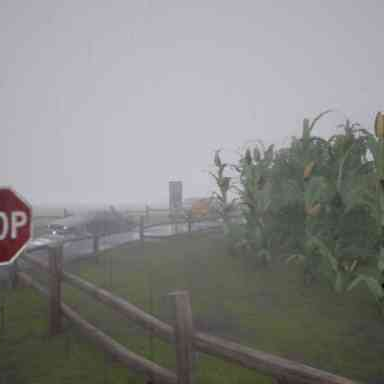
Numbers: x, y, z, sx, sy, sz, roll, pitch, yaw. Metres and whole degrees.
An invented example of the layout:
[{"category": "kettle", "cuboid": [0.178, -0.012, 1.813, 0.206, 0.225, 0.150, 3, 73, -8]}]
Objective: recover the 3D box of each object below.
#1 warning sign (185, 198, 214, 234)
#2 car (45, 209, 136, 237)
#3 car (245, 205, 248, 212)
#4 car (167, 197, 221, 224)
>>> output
[{"category": "warning sign", "cuboid": [0.424, 1.306, 18.742, 1.300, 1.860, 1.060, 0, 0, 35]}, {"category": "car", "cuboid": [-5.611, 1.719, 19.331, 2.033, 1.411, 5.357, 0, 0, 34]}, {"category": "car", "cuboid": [8.257, 1.495, 39.110, 2.150, 2.045, 5.566, 0, 0, 35]}, {"category": "car", "cuboid": [0.303, 1.437, 27.798, 2.150, 2.045, 5.566, 0, 0, 35]}]
